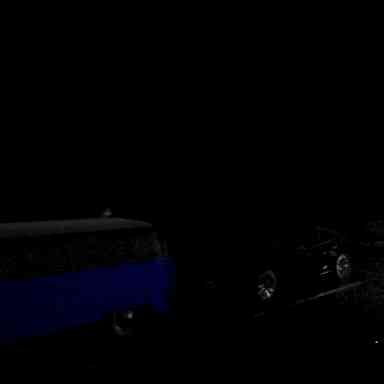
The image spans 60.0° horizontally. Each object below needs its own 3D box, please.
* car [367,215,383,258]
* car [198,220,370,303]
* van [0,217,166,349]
[{"bbox_3d":[6.647,1.444,11.214,4.206,1.307,1.802,-1,0,-35],"label":"car"},{"bbox_3d":[2.153,1.489,8.042,4.313,1.339,1.947,-1,0,-35],"label":"car"},{"bbox_3d":[-2.344,1.326,4.868,3.998,1.788,1.690,-1,0,-35],"label":"van"}]
